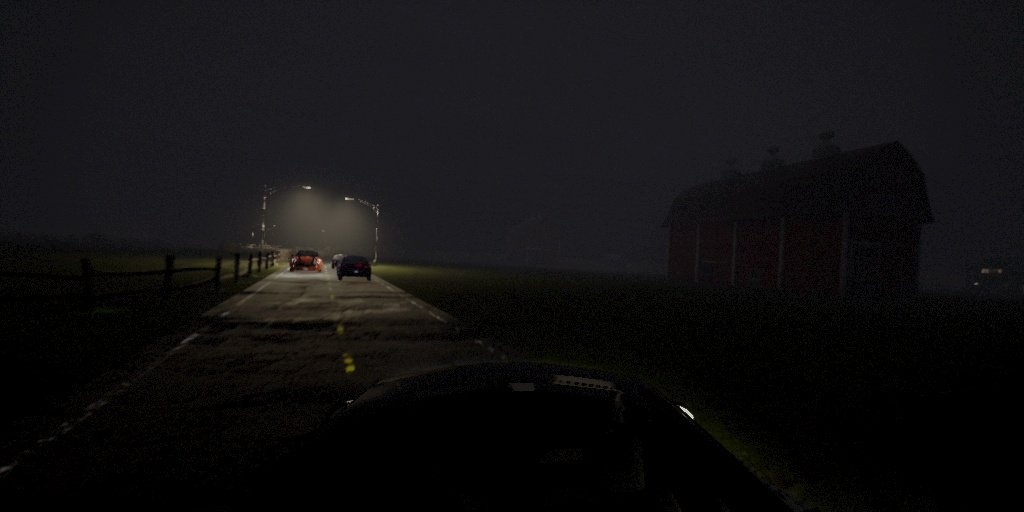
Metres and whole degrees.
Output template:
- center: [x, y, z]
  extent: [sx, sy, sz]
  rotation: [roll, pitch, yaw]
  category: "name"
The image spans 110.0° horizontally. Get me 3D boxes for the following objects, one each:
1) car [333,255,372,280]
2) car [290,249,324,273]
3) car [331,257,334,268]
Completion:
- center: [-10.466, 0.704, 23.684]
  extent: [1.882, 1.535, 5.008]
  rotation: [3, 0, -28]
  category: "car"
- center: [-15.820, 0.308, 27.731]
  extent: [2.097, 1.767, 4.553]
  rotation: [3, 0, -28]
  category: "car"
- center: [-16.533, 0.523, 34.955]
  extent: [1.895, 1.301, 4.718]
  rotation: [3, 0, -28]
  category: "car"
